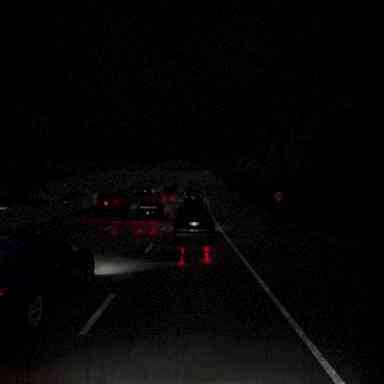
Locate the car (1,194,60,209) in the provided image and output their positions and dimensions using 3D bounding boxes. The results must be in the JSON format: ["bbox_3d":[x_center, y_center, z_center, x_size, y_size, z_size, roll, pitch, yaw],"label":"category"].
[{"bbox_3d":[-14.002,1.239,29.231,2.033,1.411,5.357,0,3,1],"label":"car"}]

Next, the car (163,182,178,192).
[{"bbox_3d":[-3.297,-0.840,50.391,1.812,1.442,4.674,0,7,1],"label":"car"}]

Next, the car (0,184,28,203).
[{"bbox_3d":[-20.956,0.265,38.061,2.150,2.045,5.566,0,5,1],"label":"car"}]

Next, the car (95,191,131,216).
[{"bbox_3d":[-6.878,0.899,29.307,2.150,2.045,5.566,0,2,0],"label":"car"}]

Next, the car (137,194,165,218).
[{"bbox_3d":[-3.383,1.261,27.779,2.128,1.511,4.902,0,3,0],"label":"car"}]

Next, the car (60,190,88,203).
[{"bbox_3d":[-13.938,0.538,39.167,1.895,1.301,4.718,0,6,1],"label":"car"}]

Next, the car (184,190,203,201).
[{"bbox_3d":[0.160,0.498,36.843,2.097,1.767,4.553,0,5,0],"label":"car"}]

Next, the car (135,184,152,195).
[{"bbox_3d":[-6.837,-0.388,46.933,2.033,1.411,5.357,0,7,1],"label":"car"}]

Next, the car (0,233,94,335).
[{"bbox_3d":[-3.410,1.547,6.613,1.812,1.442,4.674,0,0,0],"label":"car"}]

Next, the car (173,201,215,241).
[{"bbox_3d":[0.100,1.475,16.911,2.033,1.649,4.856,0,0,0],"label":"car"}]
